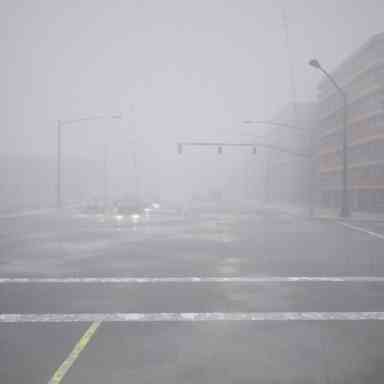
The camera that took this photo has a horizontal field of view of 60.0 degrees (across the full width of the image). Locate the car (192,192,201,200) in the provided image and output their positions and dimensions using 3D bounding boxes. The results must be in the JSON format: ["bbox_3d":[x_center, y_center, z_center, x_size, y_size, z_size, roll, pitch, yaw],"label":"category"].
[{"bbox_3d":[0.854,0.959,65.865,1.895,1.301,4.718,0,1,0],"label":"car"}]

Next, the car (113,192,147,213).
[{"bbox_3d":[-6.337,1.226,34.590,2.097,1.767,4.553,0,1,0],"label":"car"}]

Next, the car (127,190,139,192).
[{"bbox_3d":[-9.765,0.785,54.229,2.150,2.045,5.566,0,1,0],"label":"car"}]

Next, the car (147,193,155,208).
[{"bbox_3d":[-6.310,1.277,43.472,1.812,1.442,4.674,0,1,0],"label":"car"}]

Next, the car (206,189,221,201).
[{"bbox_3d":[4.453,0.593,65.123,2.150,2.045,5.566,0,1,0],"label":"car"}]

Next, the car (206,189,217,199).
[{"bbox_3d":[4.383,0.428,75.739,2.150,2.045,5.566,0,1,0],"label":"car"}]

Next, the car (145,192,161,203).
[{"bbox_3d":[-6.262,1.030,55.714,2.128,1.511,4.902,0,1,0],"label":"car"}]

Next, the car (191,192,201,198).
[{"bbox_3d":[0.883,0.649,75.841,2.033,1.411,5.357,0,1,0],"label":"car"}]

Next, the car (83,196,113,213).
[{"bbox_3d":[-9.835,1.225,34.932,2.097,1.767,4.553,0,1,0],"label":"car"}]

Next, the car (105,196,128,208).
[{"bbox_3d":[-9.810,1.314,43.575,1.994,1.385,4.181,0,1,0],"label":"car"}]

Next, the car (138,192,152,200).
[{"bbox_3d":[-9.638,0.742,68.558,2.128,1.511,4.902,0,1,0],"label":"car"}]
